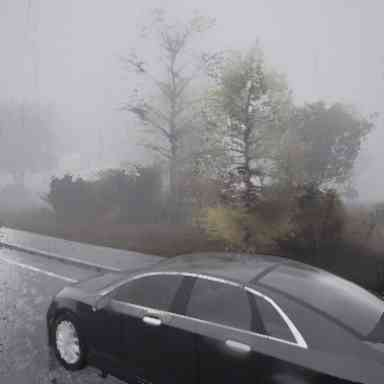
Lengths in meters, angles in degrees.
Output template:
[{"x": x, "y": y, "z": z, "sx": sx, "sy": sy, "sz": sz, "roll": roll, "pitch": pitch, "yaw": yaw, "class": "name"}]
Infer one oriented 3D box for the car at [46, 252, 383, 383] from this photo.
[{"x": 0.152, "y": 1.514, "z": 4.034, "sx": 4.892, "sy": 1.490, "sz": 1.837, "roll": 0, "pitch": 0, "yaw": 37, "class": "car"}]
